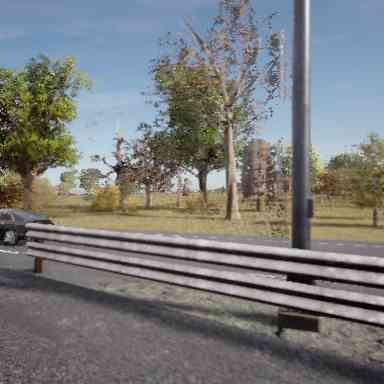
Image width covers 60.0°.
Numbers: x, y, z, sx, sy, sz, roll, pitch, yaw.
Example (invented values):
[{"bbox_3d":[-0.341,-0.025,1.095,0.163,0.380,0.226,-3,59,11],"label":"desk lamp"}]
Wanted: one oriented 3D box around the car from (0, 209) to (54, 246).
[{"bbox_3d":[-8.741,1.571,15.541,4.892,1.490,1.837,1,-1,21],"label":"car"}]
